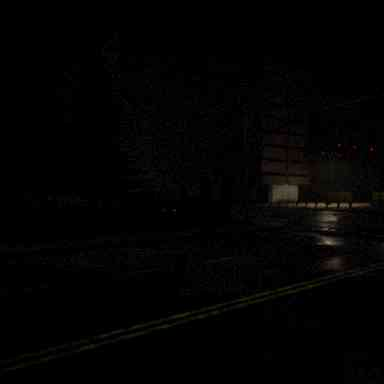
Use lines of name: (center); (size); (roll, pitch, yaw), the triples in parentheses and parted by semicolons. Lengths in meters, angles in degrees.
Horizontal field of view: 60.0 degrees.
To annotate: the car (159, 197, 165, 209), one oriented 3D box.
car: (-4.070, 1.440, 43.513); (2.128, 1.511, 4.902); (0, 0, -35)
